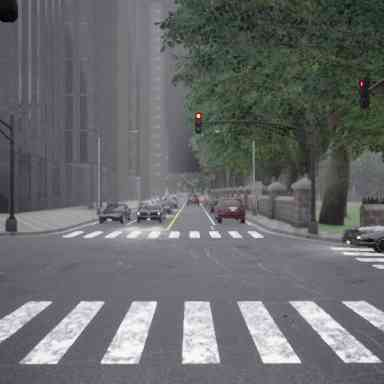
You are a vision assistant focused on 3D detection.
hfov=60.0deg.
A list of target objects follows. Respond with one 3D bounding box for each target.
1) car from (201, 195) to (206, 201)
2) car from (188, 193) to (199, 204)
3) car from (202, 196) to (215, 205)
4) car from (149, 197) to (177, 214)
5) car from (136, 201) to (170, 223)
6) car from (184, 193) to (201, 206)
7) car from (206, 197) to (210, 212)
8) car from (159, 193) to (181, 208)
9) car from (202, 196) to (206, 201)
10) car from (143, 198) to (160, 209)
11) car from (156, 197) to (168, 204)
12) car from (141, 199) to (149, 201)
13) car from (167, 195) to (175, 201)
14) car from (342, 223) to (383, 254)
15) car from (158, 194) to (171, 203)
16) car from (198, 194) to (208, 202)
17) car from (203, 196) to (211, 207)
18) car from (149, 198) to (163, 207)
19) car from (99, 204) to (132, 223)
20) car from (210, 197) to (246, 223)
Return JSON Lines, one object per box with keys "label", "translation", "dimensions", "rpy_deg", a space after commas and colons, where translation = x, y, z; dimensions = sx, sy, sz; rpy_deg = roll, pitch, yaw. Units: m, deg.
{"label": "car", "translation": [2.857, 1.469, 52.493], "dimensions": [1.967, 1.590, 4.097], "rpy_deg": [0, 0, 0]}
{"label": "car", "translation": [0.220, 1.265, 68.273], "dimensions": [2.150, 2.045, 5.566], "rpy_deg": [0, 0, 0]}
{"label": "car", "translation": [2.867, 1.474, 57.949], "dimensions": [1.967, 1.590, 4.097], "rpy_deg": [0, 0, 0]}
{"label": "car", "translation": [-3.031, 1.561, 35.476], "dimensions": [2.033, 1.411, 5.357], "rpy_deg": [0, 0, 1]}
{"label": "car", "translation": [-3.053, 1.606, 25.658], "dimensions": [1.895, 1.301, 4.718], "rpy_deg": [0, 0, 0]}
{"label": "car", "translation": [0.202, 1.385, 57.220], "dimensions": [2.097, 1.767, 4.553], "rpy_deg": [0, 0, 0]}
{"label": "car", "translation": [2.828, 1.580, 36.123], "dimensions": [1.947, 1.339, 4.313], "rpy_deg": [0, 0, 0]}
{"label": "car", "translation": [-3.006, 1.375, 45.751], "dimensions": [2.097, 1.767, 4.553], "rpy_deg": [0, 0, 0]}
{"label": "car", "translation": [2.847, 1.575, 47.036], "dimensions": [2.008, 1.369, 4.403], "rpy_deg": [0, 0, 0]}
{"label": "car", "translation": [-5.678, 1.606, 47.044], "dimensions": [1.802, 1.307, 4.206], "rpy_deg": [0, 0, 0]}
{"label": "car", "translation": [-5.648, 1.621, 63.416], "dimensions": [1.802, 1.307, 4.206], "rpy_deg": [0, 0, 0]}
{"label": "car", "translation": [-5.688, 1.570, 41.587], "dimensions": [2.008, 1.369, 4.403], "rpy_deg": [0, 0, 0]}
{"label": "car", "translation": [-5.599, 1.513, 90.701], "dimensions": [1.967, 1.590, 4.097], "rpy_deg": [0, 0, 0]}
{"label": "car", "translation": [9.169, 1.758, 13.639], "dimensions": [5.357, 1.411, 2.033], "rpy_deg": [1, 0, 4]}
{"label": "car", "translation": [-5.638, 1.359, 68.873], "dimensions": [2.192, 1.841, 5.009], "rpy_deg": [0, 0, 0]}
{"label": "car", "translation": [2.524, 1.407, 75.837], "dimensions": [2.097, 1.767, 4.553], "rpy_deg": [0, 0, 0]}
{"label": "car", "translation": [2.838, 1.570, 41.579], "dimensions": [2.008, 1.369, 4.403], "rpy_deg": [0, 0, 0]}
{"label": "car", "translation": [-5.668, 1.611, 52.502], "dimensions": [1.802, 1.307, 4.206], "rpy_deg": [0, 0, 0]}
{"label": "car", "translation": [-5.717, 1.571, 25.217], "dimensions": [1.947, 1.339, 4.313], "rpy_deg": [0, 0, 0]}
{"label": "car", "translation": [2.808, 1.320, 25.211], "dimensions": [2.192, 1.841, 5.009], "rpy_deg": [0, 0, 0]}
